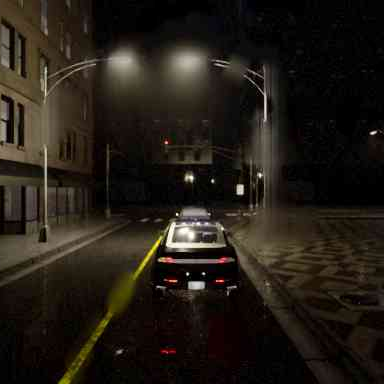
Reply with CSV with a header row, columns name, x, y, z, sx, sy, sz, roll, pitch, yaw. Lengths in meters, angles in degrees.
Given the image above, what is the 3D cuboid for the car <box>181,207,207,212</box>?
name,x,y,z,sx,sy,sz,roll,pitch,yaw
car,0.096,1.544,18.612,2.033,1.411,5.357,0,0,-2

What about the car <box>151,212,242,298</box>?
name,x,y,z,sx,sy,sz,roll,pitch,yaw
car,0.088,1.490,8.500,2.128,1.511,4.902,0,0,0
